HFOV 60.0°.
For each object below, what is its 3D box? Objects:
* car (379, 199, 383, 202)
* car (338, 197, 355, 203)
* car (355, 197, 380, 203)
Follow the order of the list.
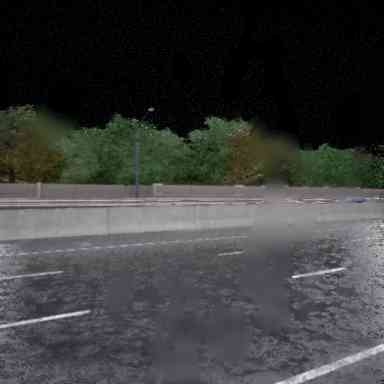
[{"bbox_3d":[28.271,1.633,45.006,5.357,1.411,2.033,0,0,-28],"label":"car"},{"bbox_3d":[24.479,1.546,50.906,5.008,1.535,1.882,0,0,-29],"label":"car"},{"bbox_3d":[26.515,1.625,48.031,5.357,1.411,2.033,0,0,-28],"label":"car"}]
